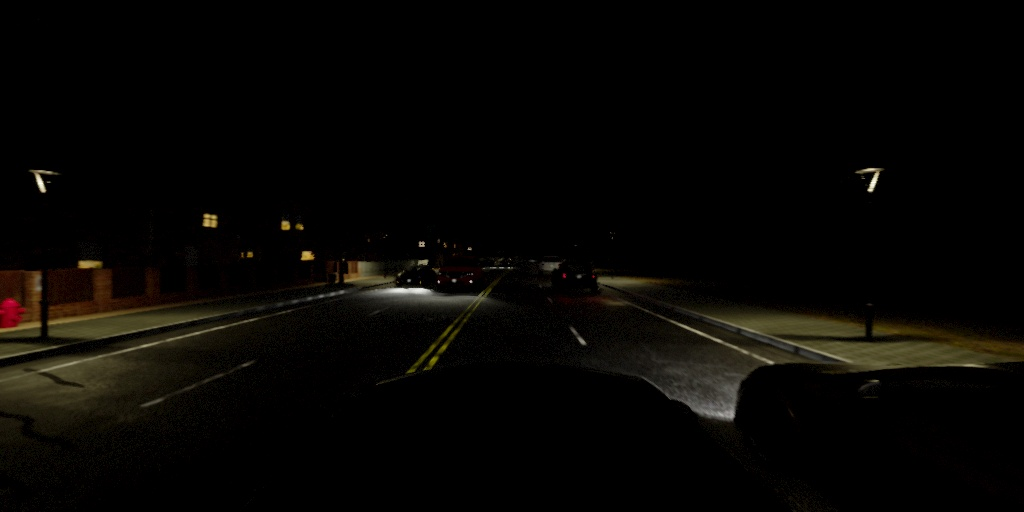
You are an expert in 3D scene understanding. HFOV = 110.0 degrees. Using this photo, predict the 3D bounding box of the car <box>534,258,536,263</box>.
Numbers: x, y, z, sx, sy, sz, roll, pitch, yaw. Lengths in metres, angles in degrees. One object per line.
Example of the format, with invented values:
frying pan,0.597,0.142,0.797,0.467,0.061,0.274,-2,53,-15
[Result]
car,4.419,1.329,48.302,2.033,1.411,5.357,0,0,3

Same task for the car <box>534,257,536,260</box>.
car,5.042,1.266,59.229,1.882,1.535,5.008,0,0,4

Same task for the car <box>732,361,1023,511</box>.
car,3.357,1.320,2.135,1.994,1.385,4.181,0,0,0

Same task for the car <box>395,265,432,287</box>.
car,-6.313,1.319,24.111,1.994,1.385,4.181,0,0,2

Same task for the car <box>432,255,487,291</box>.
car,-3.110,0.978,22.432,2.150,2.045,5.566,0,0,1

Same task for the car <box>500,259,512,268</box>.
car,-1.090,1.264,65.139,1.882,1.535,5.008,0,0,4

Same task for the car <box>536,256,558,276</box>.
car,3.930,0.996,37.399,2.150,2.045,5.566,0,0,2

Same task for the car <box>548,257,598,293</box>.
car,3.568,1.117,21.229,2.097,1.767,4.553,0,0,0
